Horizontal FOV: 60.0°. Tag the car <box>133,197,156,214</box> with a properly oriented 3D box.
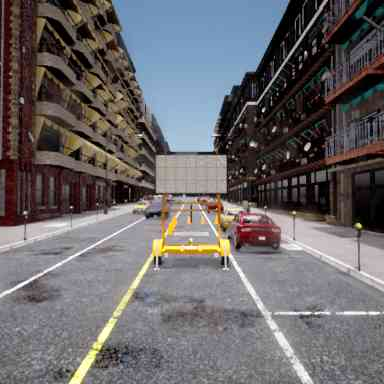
[{"bbox_3d":[-5.368,1.589,36.365,1.752,1.417,4.829,2,0,0],"label":"car"}]

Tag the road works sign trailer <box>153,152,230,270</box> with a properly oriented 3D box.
[{"bbox_3d":[-0.022,0.475,11.027,2.380,3.560,2.880,0,0,0],"label":"road works sign trailer"}]

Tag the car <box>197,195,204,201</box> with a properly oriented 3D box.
[{"bbox_3d":[2.366,1.726,91.799,1.967,1.590,4.097,1,0,0],"label":"car"}]

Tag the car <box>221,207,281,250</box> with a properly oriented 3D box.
[{"bbox_3d":[2.557,1.561,14.366,1.887,1.381,4.507,1,0,0],"label":"car"}]

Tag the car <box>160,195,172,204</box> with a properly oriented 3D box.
[{"bbox_3d":[-5.431,1.494,69.719,2.192,1.841,5.009,1,0,0],"label":"car"}]

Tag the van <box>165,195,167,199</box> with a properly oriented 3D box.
[{"bbox_3d":[-5.397,1.454,53.126,1.690,1.788,3.998,2,0,0],"label":"van"}]

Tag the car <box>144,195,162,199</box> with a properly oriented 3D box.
[{"bbox_3d":[-5.374,1.394,42.067,2.192,1.841,5.009,2,0,0],"label":"car"}]

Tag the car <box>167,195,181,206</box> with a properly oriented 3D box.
[{"bbox_3d":[-2.867,1.620,57.540,2.128,1.511,4.902,0,0,0],"label":"car"}]

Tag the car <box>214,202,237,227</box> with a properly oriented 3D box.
[{"bbox_3d":[2.546,1.551,20.068,1.752,1.417,4.829,1,0,0],"label":"car"}]

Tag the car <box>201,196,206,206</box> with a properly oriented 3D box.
[{"bbox_3d":[2.500,1.629,42.020,2.008,1.369,4.403,1,0,0],"label":"car"}]

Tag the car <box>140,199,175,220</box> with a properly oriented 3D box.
[{"bbox_3d":[-2.907,1.593,29.105,2.033,1.411,5.357,0,0,0],"label":"car"}]

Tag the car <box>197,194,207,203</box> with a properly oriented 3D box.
[{"bbox_3d":[2.392,1.544,80.736,2.192,1.841,5.009,1,0,0],"label":"car"}]

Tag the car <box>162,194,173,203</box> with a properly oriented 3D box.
[{"bbox_3d":[-5.442,1.518,75.248,2.192,1.841,5.009,1,0,0],"label":"car"}]

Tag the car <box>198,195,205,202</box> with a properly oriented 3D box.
[{"bbox_3d":[2.467,1.678,58.612,1.887,1.381,4.507,1,0,0],"label":"car"}]

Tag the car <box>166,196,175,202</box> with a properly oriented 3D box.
[{"bbox_3d":[-5.471,1.822,86.310,1.947,1.339,4.313,1,0,0],"label":"car"}]

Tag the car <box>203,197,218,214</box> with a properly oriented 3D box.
[{"bbox_3d":[2.512,1.609,36.488,1.887,1.381,4.507,1,0,0],"label":"car"}]

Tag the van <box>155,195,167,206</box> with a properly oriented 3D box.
[{"bbox_3d":[-5.409,1.475,58.658,1.690,1.788,3.998,1,0,0],"label":"van"}]
